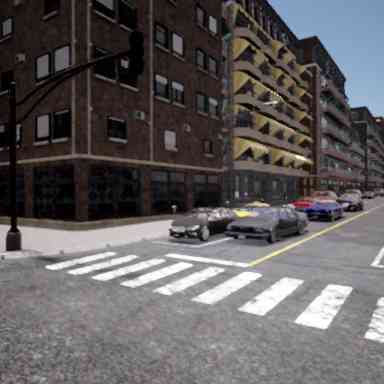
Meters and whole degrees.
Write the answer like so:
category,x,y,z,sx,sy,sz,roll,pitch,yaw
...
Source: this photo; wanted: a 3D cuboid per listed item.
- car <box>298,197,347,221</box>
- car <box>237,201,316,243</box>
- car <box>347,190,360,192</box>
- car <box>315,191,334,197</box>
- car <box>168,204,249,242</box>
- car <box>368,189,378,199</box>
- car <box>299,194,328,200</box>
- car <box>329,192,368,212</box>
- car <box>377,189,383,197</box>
category,x,y,z,sx,sy,sz,roll,pitch,yaw
car,9.270,1.267,23.423,1.895,1.301,4.718,0,1,35
car,3.619,1.350,15.257,2.033,1.411,5.357,0,1,39
car,22.924,0.616,47.558,2.192,1.841,5.009,1,1,35
car,13.384,0.844,33.849,2.192,1.841,5.009,1,1,35
car,0.664,1.386,15.572,2.008,1.369,4.403,1,1,35
car,32.464,0.642,61.272,1.947,1.339,4.313,1,1,35
car,10.204,1.150,29.282,1.887,1.381,4.507,1,1,35
car,15.001,1.019,31.641,2.128,1.511,4.902,0,1,35
car,42.004,0.168,74.976,2.192,1.841,5.009,1,1,35
